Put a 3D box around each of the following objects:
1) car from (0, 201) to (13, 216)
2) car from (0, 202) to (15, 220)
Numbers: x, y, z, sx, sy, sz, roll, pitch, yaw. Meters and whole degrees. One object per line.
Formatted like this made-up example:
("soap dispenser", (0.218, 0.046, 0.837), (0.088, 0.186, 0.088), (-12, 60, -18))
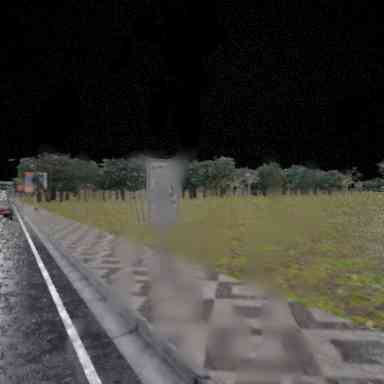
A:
("car", (-23.905, 2.046, 42.169), (2.097, 1.767, 4.553), (0, -1, -28))
("car", (-19.109, 2.057, 33.499), (1.837, 1.490, 4.892), (0, -1, -28))
